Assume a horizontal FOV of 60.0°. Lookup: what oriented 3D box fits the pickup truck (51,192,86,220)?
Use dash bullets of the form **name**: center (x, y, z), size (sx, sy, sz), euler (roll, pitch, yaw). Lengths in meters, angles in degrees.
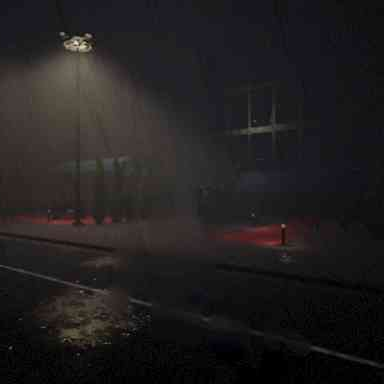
- **pickup truck**: center (-10.175, 1.030, 27.138), size (2.390, 2.098, 6.274), euler (0, 0, -24)
